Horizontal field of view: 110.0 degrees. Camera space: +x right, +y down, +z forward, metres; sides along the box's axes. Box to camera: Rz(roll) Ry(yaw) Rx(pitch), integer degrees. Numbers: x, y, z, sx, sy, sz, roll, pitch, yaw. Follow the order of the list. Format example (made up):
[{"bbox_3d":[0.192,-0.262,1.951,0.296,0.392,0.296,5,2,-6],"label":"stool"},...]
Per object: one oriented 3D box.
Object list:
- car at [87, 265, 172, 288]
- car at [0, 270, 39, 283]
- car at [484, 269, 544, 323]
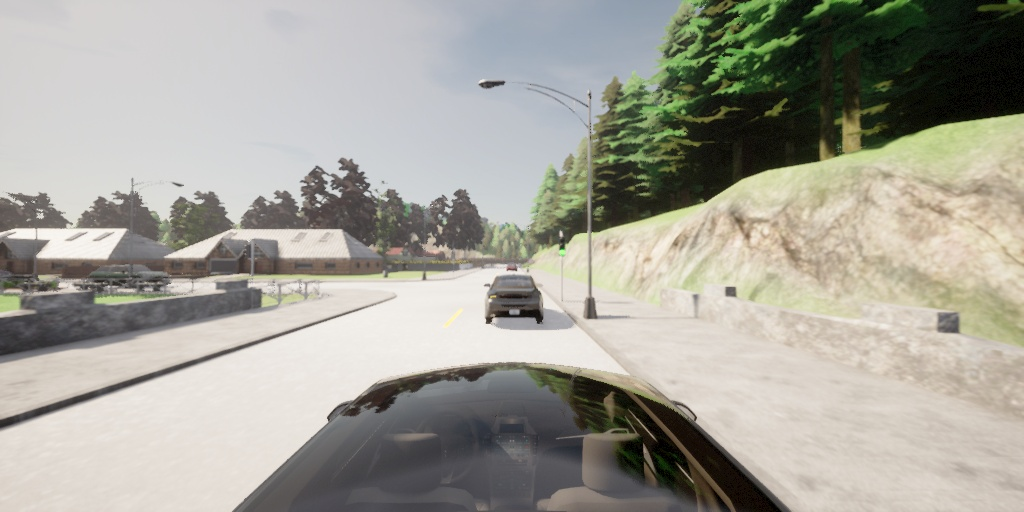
[{"bbox_3d":[-27.581,1.417,25.998,4.553,1.767,2.097,0,-1,0],"label":"car"},{"bbox_3d":[-37.708,1.667,25.985,4.718,1.301,1.895,0,-1,0],"label":"car"},{"bbox_3d":[0.052,1.397,12.791,1.837,1.490,4.892,0,0,-1],"label":"car"}]
